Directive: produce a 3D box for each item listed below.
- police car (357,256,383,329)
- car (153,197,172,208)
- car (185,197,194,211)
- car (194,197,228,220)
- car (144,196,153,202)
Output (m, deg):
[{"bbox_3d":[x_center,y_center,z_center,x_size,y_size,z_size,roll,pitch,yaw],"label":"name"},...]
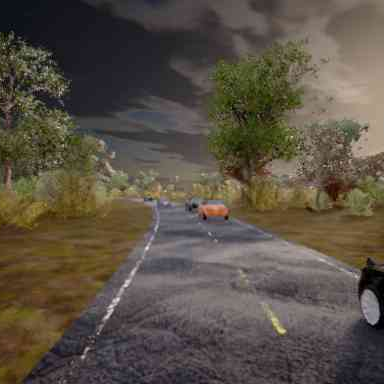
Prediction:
[{"bbox_3d":[3.881,1.426,4.026,1.930,1.638,5.238,0,0,-1],"label":"police car"},{"bbox_3d":[-4.096,1.507,48.991,2.128,1.511,4.902,0,0,-9],"label":"car"},{"bbox_3d":[0.387,1.363,40.313,2.097,1.767,4.553,0,0,-8],"label":"car"},{"bbox_3d":[1.704,1.360,28.555,2.097,1.767,4.553,0,0,-5],"label":"car"},{"bbox_3d":[-10.165,1.572,77.581,2.033,1.411,5.357,0,0,-15],"label":"car"}]
